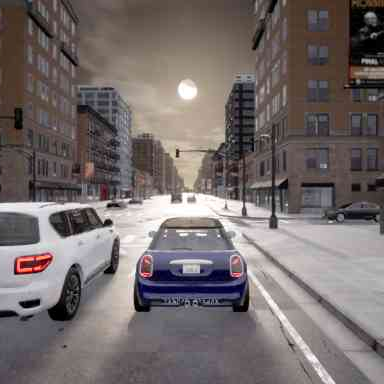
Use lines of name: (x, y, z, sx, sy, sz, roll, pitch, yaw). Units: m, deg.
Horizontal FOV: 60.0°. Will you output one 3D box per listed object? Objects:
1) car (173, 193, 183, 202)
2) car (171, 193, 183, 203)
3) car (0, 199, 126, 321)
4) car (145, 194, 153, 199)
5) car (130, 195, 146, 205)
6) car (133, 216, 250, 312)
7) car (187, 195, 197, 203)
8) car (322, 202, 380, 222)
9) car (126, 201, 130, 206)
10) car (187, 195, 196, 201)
car: (-3.354, 1.212, 80.382, 2.150, 2.045, 5.566, 0, 0, 0)
car: (-3.254, 1.211, 69.992, 2.150, 2.045, 5.566, 0, 0, 0)
car: (-3.158, 1.223, 7.407, 2.150, 2.045, 5.566, 0, 0, 0)
car: (-9.847, 1.181, 74.245, 1.837, 1.490, 4.892, 0, 0, 0)
car: (-9.904, 1.557, 59.489, 1.994, 1.385, 4.181, 0, 0, 0)
car: (-0.003, 1.352, 7.864, 2.097, 1.767, 4.553, 0, 0, 0)
car: (-0.090, 1.482, 69.248, 2.128, 1.511, 4.902, 0, 0, 0)
car: (12.688, 1.545, 25.901, 4.892, 1.490, 1.837, 0, 0, 2)
car: (-9.906, 1.599, 43.883, 1.895, 1.301, 4.718, 0, 0, 0)
car: (-0.104, 1.453, 79.697, 1.895, 1.301, 4.718, 0, 0, 0)
